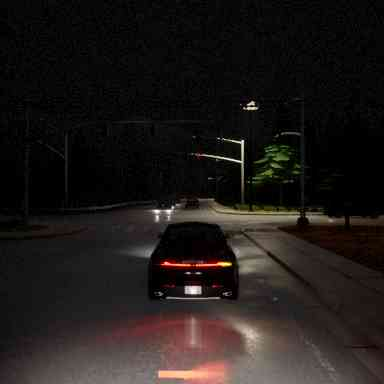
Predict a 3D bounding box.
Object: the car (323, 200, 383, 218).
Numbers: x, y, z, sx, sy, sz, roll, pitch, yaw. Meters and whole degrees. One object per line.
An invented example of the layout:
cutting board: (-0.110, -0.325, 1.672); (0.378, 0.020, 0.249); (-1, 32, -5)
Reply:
car: (14.256, 1.504, 29.533); (5.008, 1.535, 1.882); (0, 0, 1)

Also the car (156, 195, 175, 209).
car: (-3.647, 1.505, 44.317); (1.837, 1.490, 4.892); (0, 0, 0)

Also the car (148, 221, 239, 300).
car: (0.039, 1.501, 8.375); (1.837, 1.490, 4.892); (0, 0, 0)

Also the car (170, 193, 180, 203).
car: (-3.507, 1.221, 65.395); (2.150, 2.045, 5.566); (0, 0, 1)

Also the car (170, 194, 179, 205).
car: (-3.642, 1.547, 54.764); (2.033, 1.411, 5.357); (0, 0, 0)

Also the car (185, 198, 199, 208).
car: (0.009, 1.547, 46.821); (2.033, 1.411, 5.357); (0, 0, 0)
